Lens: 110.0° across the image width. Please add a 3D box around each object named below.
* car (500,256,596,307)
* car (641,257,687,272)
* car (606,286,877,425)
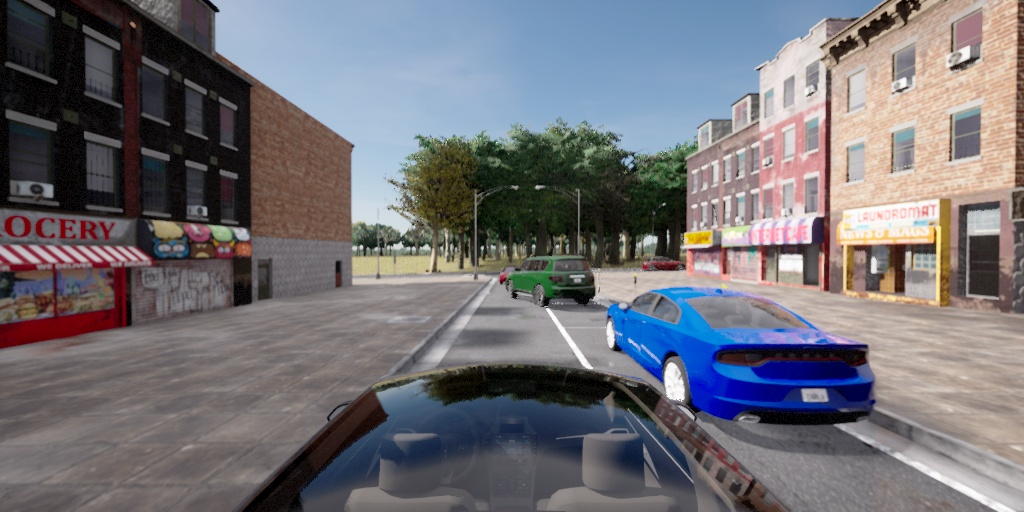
[{"bbox_3d":[1.523,1.037,16.069,2.150,2.045,5.566,0,0,-21],"label":"car"},{"bbox_3d":[16.851,0.889,39.712,4.553,1.767,2.097,-1,1,1],"label":"car"},{"bbox_3d":[3.018,1.246,6.048,1.882,1.535,5.008,0,0,0],"label":"car"}]
